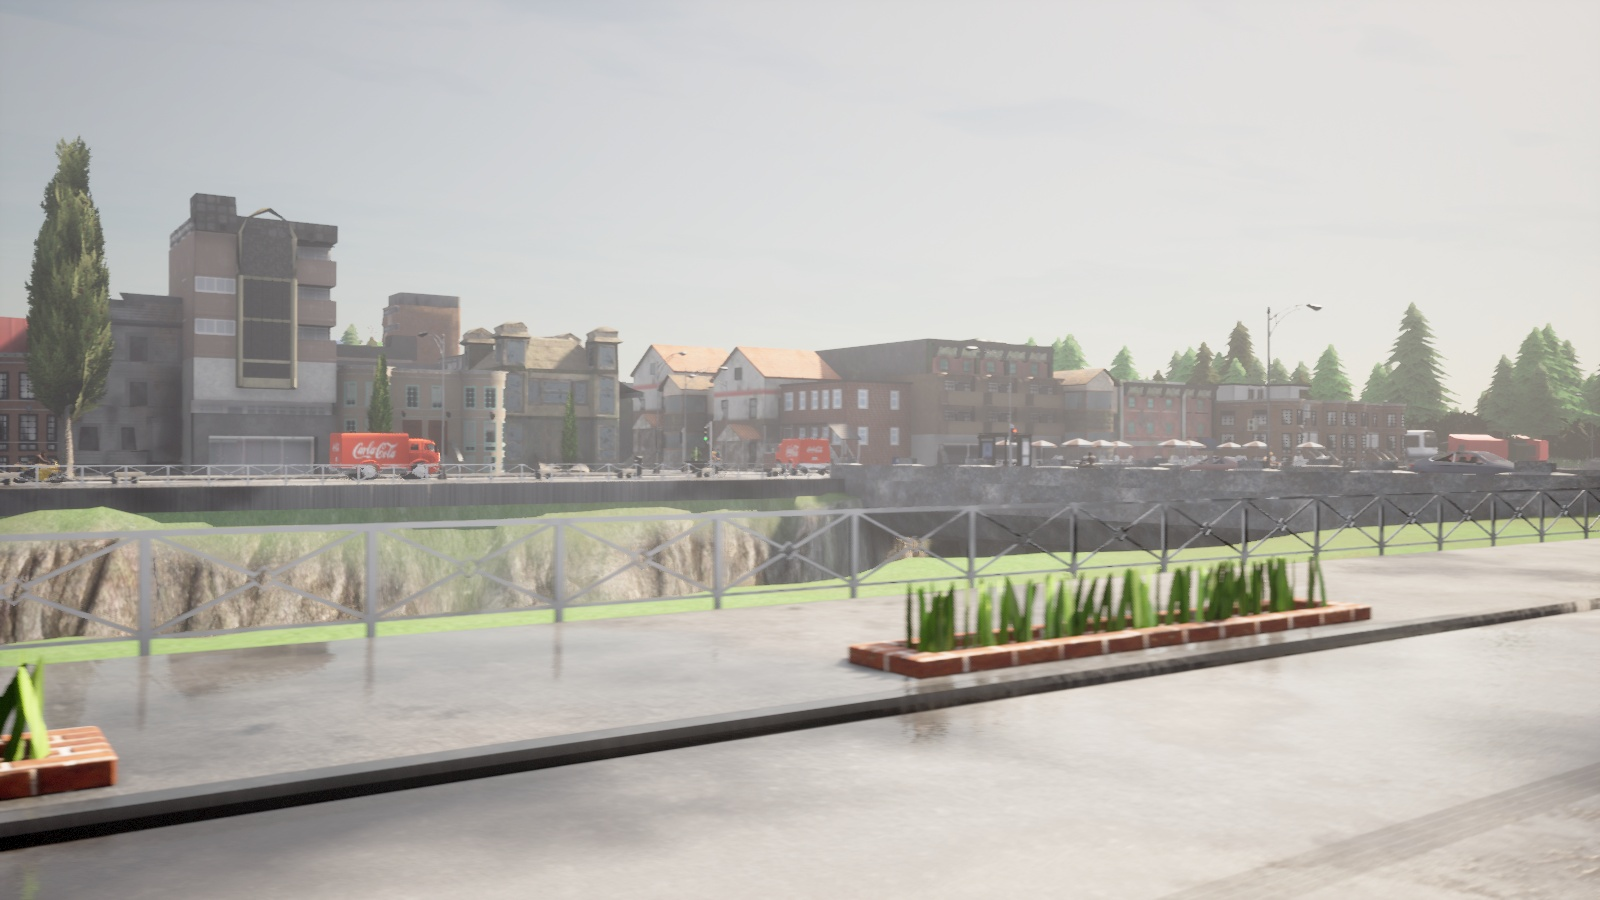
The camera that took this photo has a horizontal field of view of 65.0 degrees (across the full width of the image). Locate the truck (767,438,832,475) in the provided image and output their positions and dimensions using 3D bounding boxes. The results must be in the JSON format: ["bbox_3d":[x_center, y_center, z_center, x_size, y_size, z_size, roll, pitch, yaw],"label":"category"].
[{"bbox_3d":[-0.088,0.471,86.919,2.627,2.467,5.204,0,0,-23],"label":"truck"}]

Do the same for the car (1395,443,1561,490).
[{"bbox_3d":[25.318,0.585,47.056,2.152,1.651,5.027,0,0,-35],"label":"car"}]

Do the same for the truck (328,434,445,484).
[{"bbox_3d":[-21.263,0.462,64.667,5.204,2.467,2.627,0,0,-35],"label":"truck"}]

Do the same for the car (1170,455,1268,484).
[{"bbox_3d":[20.365,0.916,61.176,1.994,1.385,4.181,0,0,-36],"label":"car"}]

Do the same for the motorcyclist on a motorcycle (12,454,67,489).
[{"bbox_3d":[-33.844,0.935,55.903,2.044,1.523,0.797,0,0,-35],"label":"motorcyclist on a motorcycle"}]
